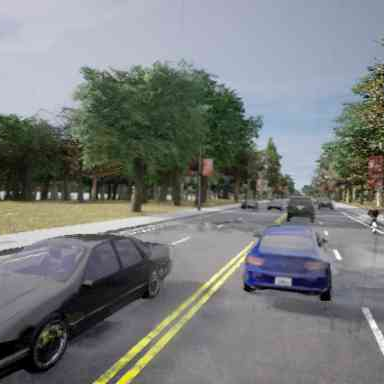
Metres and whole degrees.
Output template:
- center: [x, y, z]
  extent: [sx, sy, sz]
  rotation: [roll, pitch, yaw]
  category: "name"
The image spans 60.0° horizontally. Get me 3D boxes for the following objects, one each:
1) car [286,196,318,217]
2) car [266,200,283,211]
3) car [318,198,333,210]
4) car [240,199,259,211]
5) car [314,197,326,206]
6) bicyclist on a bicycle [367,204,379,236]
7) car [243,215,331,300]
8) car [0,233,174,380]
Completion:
- center: [9.311, 1.405, 28.492]
  extent: [2.150, 2.045, 5.566]
  rotation: [1, 0, 18]
  category: "car"
- center: [11.074, 1.776, 44.251]
  extent: [2.033, 1.411, 5.357]
  rotation: [1, 0, 19]
  category: "car"
- center: [20.740, 1.793, 51.833]
  extent: [2.097, 1.767, 4.553]
  rotation: [1, 0, 19]
  category: "car"
- center: [7.842, 1.709, 44.822]
  extent: [2.033, 1.411, 5.357]
  rotation: [1, 0, 19]
  category: "car"
- center: [26.497, 1.949, 68.967]
  extent: [2.097, 1.767, 4.553]
  rotation: [1, 0, 19]
  category: "car"
- center: [10.397, 1.577, 19.156]
  extent: [0.659, 1.776, 1.843]
  rotation: [1, 0, 19]
  category: "bicyclist on a bicycle"
- center: [2.508, 1.574, 8.593]
  extent: [1.812, 1.442, 4.674]
  rotation: [1, 0, 19]
  category: "car"
- center: [-2.037, 1.503, 5.963]
  extent: [2.033, 1.411, 5.357]
  rotation: [1, 0, 19]
  category: "car"
